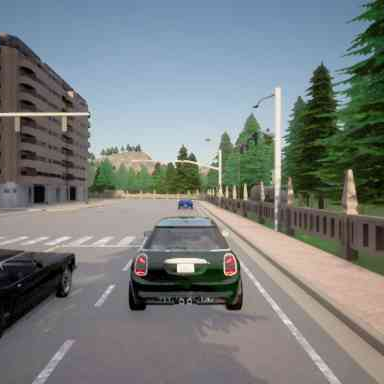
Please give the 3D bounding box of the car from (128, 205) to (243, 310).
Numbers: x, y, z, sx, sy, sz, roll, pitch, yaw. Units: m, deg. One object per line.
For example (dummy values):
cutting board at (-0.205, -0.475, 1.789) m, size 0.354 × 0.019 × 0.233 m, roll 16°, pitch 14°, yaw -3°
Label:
car at (-0.126, 1.352, 7.951) m, size 2.097 × 1.767 × 4.553 m, roll 0°, pitch 0°, yaw 0°

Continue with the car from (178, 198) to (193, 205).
car at (-0.861, 1.476, 44.279) m, size 1.882 × 1.535 × 5.008 m, roll 0°, pitch 0°, yaw -1°

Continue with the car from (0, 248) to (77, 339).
car at (-3.543, 1.601, 5.580) m, size 1.895 × 1.301 × 4.718 m, roll 0°, pitch 0°, yaw -1°
